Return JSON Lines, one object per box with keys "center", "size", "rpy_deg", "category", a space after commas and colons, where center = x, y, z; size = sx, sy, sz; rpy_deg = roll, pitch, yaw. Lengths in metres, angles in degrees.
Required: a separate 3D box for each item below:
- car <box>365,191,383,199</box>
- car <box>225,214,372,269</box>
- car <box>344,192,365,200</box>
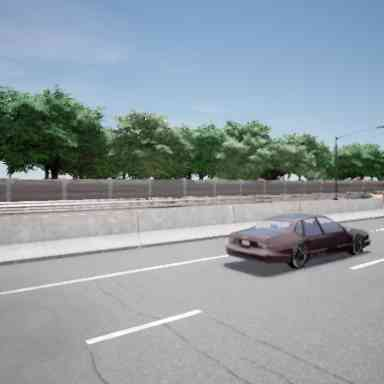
{"center": [25.143, 0.624, 43.404], "size": [4.553, 1.767, 2.097], "rpy_deg": [-1, 1, -35], "category": "car"}
{"center": [3.537, 1.409, 10.614], "size": [5.357, 1.411, 2.033], "rpy_deg": [-1, 1, -35], "category": "car"}
{"center": [23.169, 0.779, 46.291], "size": [4.892, 1.490, 1.837], "rpy_deg": [0, 0, -35], "category": "car"}
